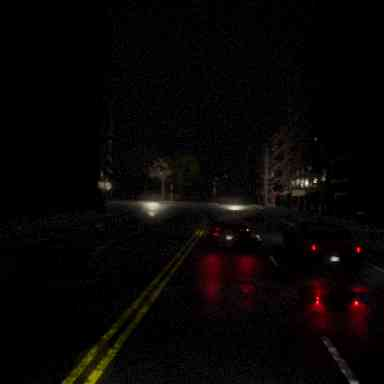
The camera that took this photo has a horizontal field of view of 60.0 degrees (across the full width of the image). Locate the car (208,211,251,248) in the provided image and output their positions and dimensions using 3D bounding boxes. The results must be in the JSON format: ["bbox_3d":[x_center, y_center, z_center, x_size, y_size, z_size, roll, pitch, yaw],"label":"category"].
[{"bbox_3d":[1.747,1.632,15.483,1.812,1.442,4.674,2,0,6],"label":"car"}]

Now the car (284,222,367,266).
[{"bbox_3d":[4.666,1.784,12.431,1.895,1.301,4.718,2,0,7],"label":"car"}]
